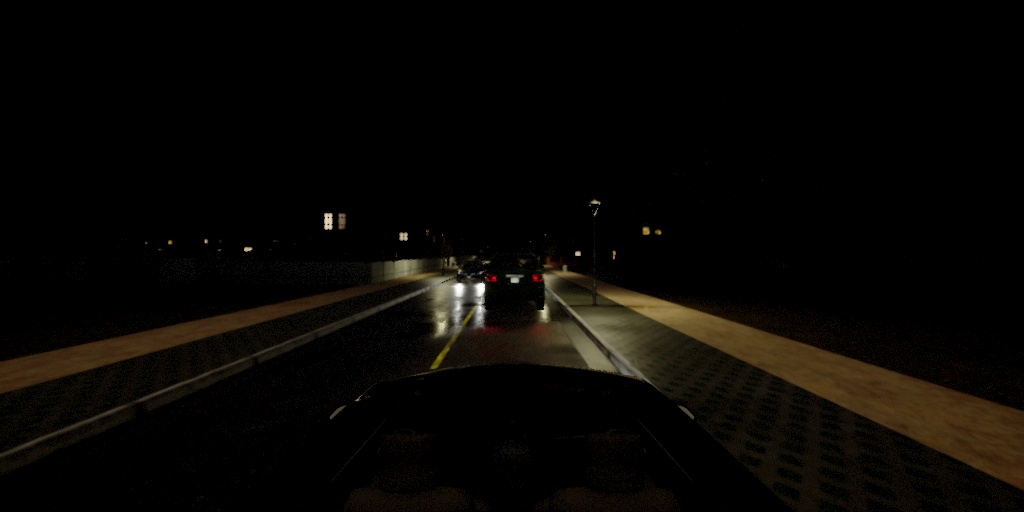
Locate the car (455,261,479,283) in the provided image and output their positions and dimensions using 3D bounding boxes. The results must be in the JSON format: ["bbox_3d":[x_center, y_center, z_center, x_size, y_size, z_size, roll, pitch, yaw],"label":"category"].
[{"bbox_3d":[-2.841,1.111,26.101,1.812,1.442,4.674,0,0,0],"label":"car"}]

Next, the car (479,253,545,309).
[{"bbox_3d":[0.094,0.886,14.503,2.150,2.045,5.566,0,0,0],"label":"car"}]
